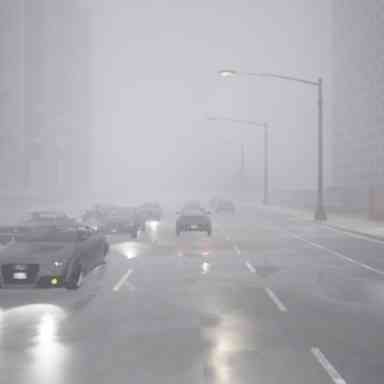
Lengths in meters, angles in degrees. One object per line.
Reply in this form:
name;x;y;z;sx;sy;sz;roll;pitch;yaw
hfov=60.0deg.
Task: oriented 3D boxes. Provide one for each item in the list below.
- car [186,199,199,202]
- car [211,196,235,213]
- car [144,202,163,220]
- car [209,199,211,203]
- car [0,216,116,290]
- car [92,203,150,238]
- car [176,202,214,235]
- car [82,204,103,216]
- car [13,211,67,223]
car;0.036;1.583;41.614;1.895;1.301;4.718;0;0;0
car;3.486;1.476;35.883;2.128;1.511;4.902;0;0;0
car;-3.511;1.552;27.737;1.994;1.385;4.181;0;0;0
car;3.493;1.331;47.439;2.097;1.767;4.553;0;0;0
car;-3.599;1.560;8.950;1.994;1.385;4.181;0;0;0
car;-3.583;1.518;17.728;1.812;1.442;4.674;0;0;0
car;0.079;1.518;18.605;1.812;1.442;4.674;0;0;0
car;-7.020;1.590;25.927;1.895;1.301;4.718;0;0;0
car;-7.090;1.594;15.627;1.895;1.301;4.718;0;0;0
